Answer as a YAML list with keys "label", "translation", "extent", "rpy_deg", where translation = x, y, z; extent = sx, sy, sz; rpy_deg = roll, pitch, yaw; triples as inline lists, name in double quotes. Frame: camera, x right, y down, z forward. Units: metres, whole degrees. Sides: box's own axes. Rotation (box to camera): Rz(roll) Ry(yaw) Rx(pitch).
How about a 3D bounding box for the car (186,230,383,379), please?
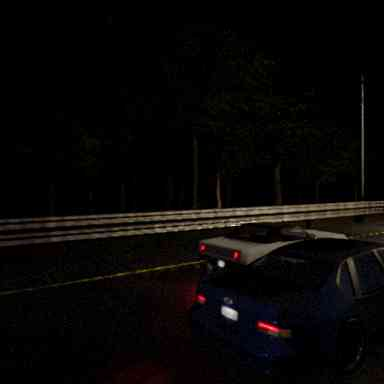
- label: "car"
  translation: [2.499, 1.510, 5.521]
  extent: [5.357, 1.411, 2.033]
  rpy_deg: [-1, 0, -35]

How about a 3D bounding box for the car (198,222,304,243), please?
- label: "car"
  translation: [2.555, 1.545, 9.854]
  extent: [4.718, 1.301, 1.895]
  rpy_deg: [-1, 0, -35]
